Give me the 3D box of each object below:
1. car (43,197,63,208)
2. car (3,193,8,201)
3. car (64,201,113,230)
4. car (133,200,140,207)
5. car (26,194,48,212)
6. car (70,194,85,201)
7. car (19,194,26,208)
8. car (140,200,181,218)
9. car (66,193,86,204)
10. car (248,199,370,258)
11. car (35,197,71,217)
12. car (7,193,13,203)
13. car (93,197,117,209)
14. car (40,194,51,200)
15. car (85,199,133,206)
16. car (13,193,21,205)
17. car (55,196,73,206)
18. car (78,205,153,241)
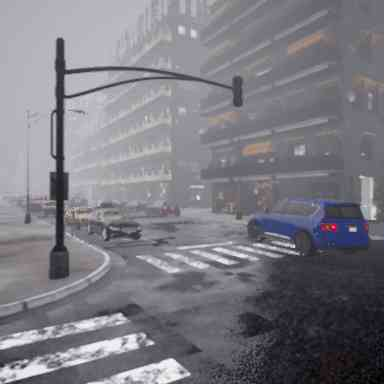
[{"bbox_3d":[-18.989,1.389,45.297,1.837,1.490,4.892,0,0,-32],"label":"car"},{"bbox_3d":[-42.447,1.064,77.590,2.192,1.841,5.009,1,0,-32],"label":"car"},{"bbox_3d":[-6.762,1.486,20.903,1.752,1.417,4.829,1,0,-32],"label":"car"},{"bbox_3d":[-5.677,1.511,34.908,2.008,1.369,4.403,1,0,-32],"label":"car"},{"bbox_3d":[-15.749,1.219,35.185,2.192,1.841,5.009,1,0,-32],"label":"car"},{"bbox_3d":[-15.402,1.428,45.397,1.812,1.442,4.674,0,0,-31],"label":"car"},{"bbox_3d":[-21.595,1.393,44.462,1.752,1.417,4.829,1,0,-32],"label":"car"},{"bbox_3d":[-2.708,1.419,30.197,1.967,1.590,4.097,1,0,-32],"label":"car"},{"bbox_3d":[-20.505,1.186,58.468,2.192,1.841,5.009,1,0,-32],"label":"car"},{"bbox_3d":[4.433,1.290,13.600,2.150,2.045,5.566,2,1,-20],"label":"car"},{"bbox_3d":[-12.786,1.467,30.471,1.887,1.381,4.507,1,0,-32],"label":"car"},{"bbox_3d":[-33.552,1.364,63.454,1.947,1.339,4.313,1,0,-32],"label":"car"},{"bbox_3d":[-11.699,1.448,44.475,1.752,1.417,4.829,1,0,-32],"label":"car"},{"bbox_3d":[-38.308,1.337,86.737,1.947,1.339,4.313,1,0,-32],"label":"car"},{"bbox_3d":[-6.374,1.486,25.129,1.812,1.442,4.674,0,0,-32],"label":"car"},{"bbox_3d":[-24.648,1.165,49.320,2.192,1.841,5.009,1,0,-32],"label":"car"},{"bbox_3d":[-20.836,1.375,53.916,1.837,1.490,4.892,0,0,-32],"label":"car"},{"bbox_3d":[-3.886,1.530,16.335,2.008,1.369,4.403,1,0,-32],"label":"car"}]
